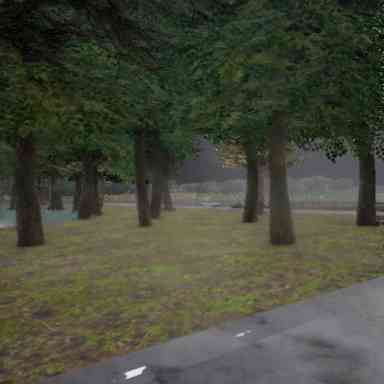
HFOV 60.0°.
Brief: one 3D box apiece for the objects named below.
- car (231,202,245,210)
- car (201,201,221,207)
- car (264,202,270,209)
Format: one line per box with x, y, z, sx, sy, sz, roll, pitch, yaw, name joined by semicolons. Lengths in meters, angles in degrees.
9.043;2.485;60.507;1.994;1.385;4.181;-1;0;-35;car
4.067;2.617;72.399;1.895;1.301;4.718;-1;0;-35;car
12.344;2.399;60.683;2.033;1.411;5.357;-1;0;-35;car
